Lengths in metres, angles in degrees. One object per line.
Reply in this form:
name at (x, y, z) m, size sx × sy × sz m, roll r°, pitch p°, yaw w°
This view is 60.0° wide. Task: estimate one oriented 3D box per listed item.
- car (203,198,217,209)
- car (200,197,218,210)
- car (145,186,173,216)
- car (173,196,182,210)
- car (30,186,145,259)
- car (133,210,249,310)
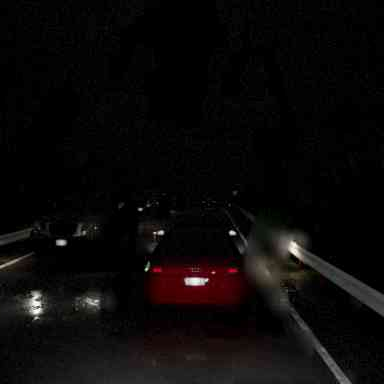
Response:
car at (2.640, 1.619, 48.802) m, size 1.882 × 1.535 × 5.008 m, roll 0°, pitch -2°, yaw 2°
car at (1.986, 1.315, 38.657) m, size 1.812 × 1.442 × 4.674 m, roll 0°, pitch -2°, yaw 4°
car at (-2.813, 0.642, 22.046) m, size 2.150 × 2.045 × 5.566 m, roll 0°, pitch 0°, yaw 4°
car at (-2.054, 1.104, 32.640) m, size 2.033 × 1.411 × 5.357 m, roll 0°, pitch -2°, yaw 5°
car at (-3.336, 0.880, 11.573) m, size 2.150 × 2.045 × 5.566 m, roll 0°, pitch 2°, yaw 3°
car at (0.101, 1.391, 7.633) m, size 1.994 × 1.385 × 4.181 m, roll 0°, pitch 3°, yaw 1°
